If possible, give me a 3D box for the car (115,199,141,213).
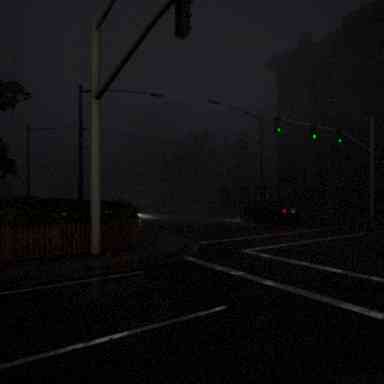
[{"bbox_3d":[-7.254,1.487,36.268,2.128,1.511,4.902,0,0,-35],"label":"car"}]

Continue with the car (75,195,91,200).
[{"bbox_3d":[-16.012,1.134,49.107,1.812,1.442,4.674,0,0,-35],"label":"car"}]

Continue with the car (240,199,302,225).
[{"bbox_3d":[5.560,1.345,24.041,2.097,1.767,4.553,0,0,-35],"label":"car"}]
